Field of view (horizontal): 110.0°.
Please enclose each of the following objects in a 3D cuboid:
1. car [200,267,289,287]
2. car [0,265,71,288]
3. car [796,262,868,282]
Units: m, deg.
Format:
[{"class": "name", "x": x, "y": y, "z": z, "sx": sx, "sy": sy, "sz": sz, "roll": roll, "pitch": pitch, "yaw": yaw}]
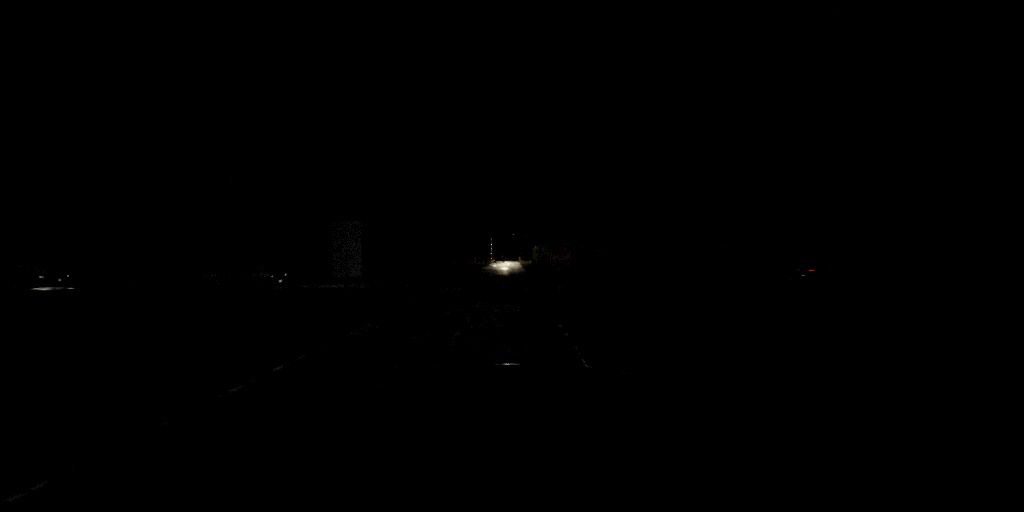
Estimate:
[{"class": "car", "x": -17.658, "y": 1.378, "z": 23.867, "sx": 4.718, "sy": 1.301, "sz": 1.895, "roll": 0, "pitch": 1, "yaw": -1}, {"class": "car", "x": -32.364, "y": 1.321, "z": 23.805, "sx": 4.674, "sy": 1.442, "sz": 1.812, "roll": 0, "pitch": 1, "yaw": 0}, {"class": "car", "x": 24.501, "y": 1.214, "z": 27.490, "sx": 4.892, "sy": 1.490, "sz": 1.837, "roll": 0, "pitch": 1, "yaw": -8}]
